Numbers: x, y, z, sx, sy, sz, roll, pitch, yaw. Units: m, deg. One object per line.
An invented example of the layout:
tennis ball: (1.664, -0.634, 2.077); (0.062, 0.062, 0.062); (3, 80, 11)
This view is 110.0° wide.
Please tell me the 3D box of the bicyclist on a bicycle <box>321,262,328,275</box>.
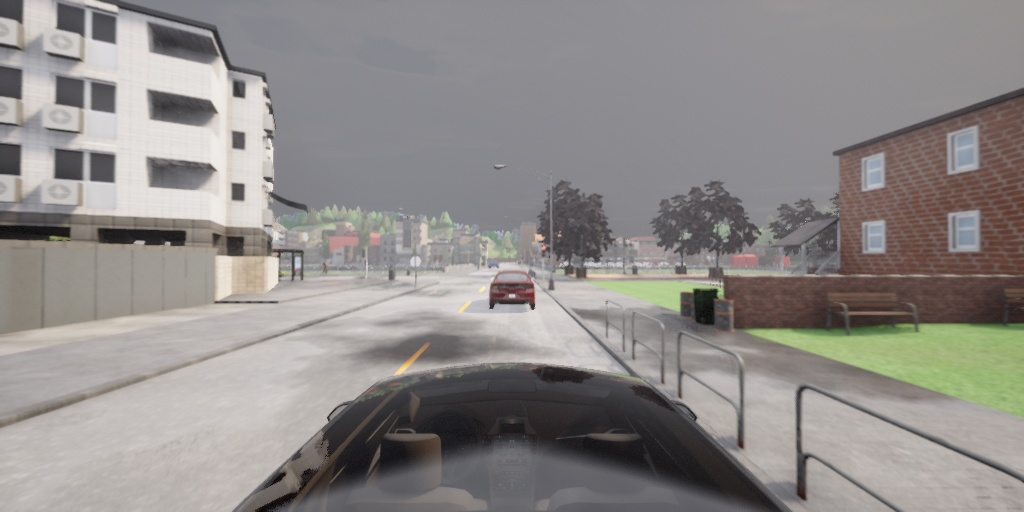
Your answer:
bicyclist on a bicycle: (-24.031, 1.572, 45.935); (0.582, 1.620, 1.656); (0, 0, 0)

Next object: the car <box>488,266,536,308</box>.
car: (0.027, 1.381, 16.084); (1.882, 1.535, 5.008); (0, 0, 1)
